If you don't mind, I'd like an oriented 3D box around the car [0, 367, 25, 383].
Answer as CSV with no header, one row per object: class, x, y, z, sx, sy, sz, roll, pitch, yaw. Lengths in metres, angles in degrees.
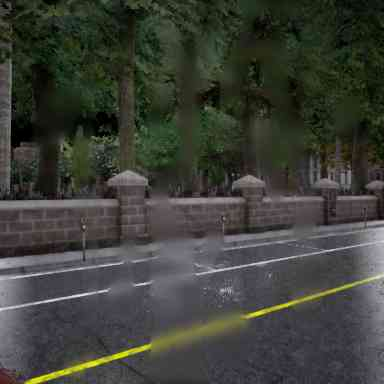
car,-3.084,1.525,1.126,4.674,1.442,1.812,0,0,-35
